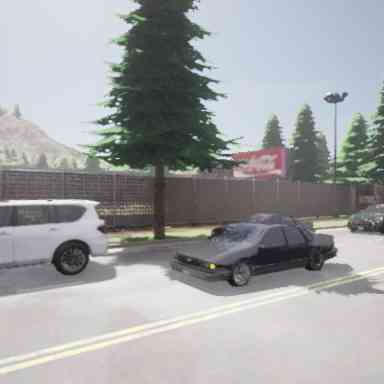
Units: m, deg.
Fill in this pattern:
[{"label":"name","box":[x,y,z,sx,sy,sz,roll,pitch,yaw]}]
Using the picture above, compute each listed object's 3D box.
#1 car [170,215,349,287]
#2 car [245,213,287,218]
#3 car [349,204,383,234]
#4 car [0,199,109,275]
[{"label":"car","box":[2.048,1.614,9.673,5.357,1.411,2.033,1,0,-35]},{"label":"car","box":[3.330,1.652,14.838,5.357,1.411,2.033,1,0,-35]},{"label":"car","box":[11.688,1.558,20.561,4.553,1.767,2.097,1,0,-34]},{"label":"car","box":[-5.065,1.223,8.983,5.566,2.045,2.150,1,0,-35]}]
